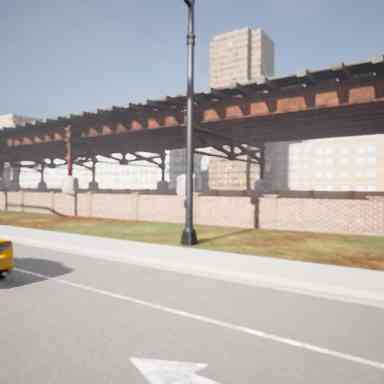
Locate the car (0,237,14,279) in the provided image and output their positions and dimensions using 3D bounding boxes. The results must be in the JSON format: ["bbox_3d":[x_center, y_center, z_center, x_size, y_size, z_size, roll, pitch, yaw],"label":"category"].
[{"bbox_3d":[-6.647,1.481,8.731,5.008,1.535,1.882,0,0,35],"label":"car"}]
